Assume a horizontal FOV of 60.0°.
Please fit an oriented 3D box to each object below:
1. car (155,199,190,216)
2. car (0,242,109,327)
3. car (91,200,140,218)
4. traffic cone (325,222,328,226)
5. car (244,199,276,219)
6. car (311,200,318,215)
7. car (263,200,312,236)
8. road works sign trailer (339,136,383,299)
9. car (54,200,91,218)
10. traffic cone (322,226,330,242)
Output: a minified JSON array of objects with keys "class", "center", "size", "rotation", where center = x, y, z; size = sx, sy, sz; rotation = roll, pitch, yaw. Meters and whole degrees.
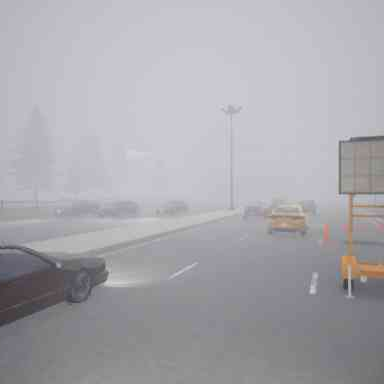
[{"class":"car","center":[-1.781,1.475,31.865],"size":[2.128,1.511,4.902],"rotation":[0,0,22]},{"class":"car","center":[-3.662,1.544,5.470],"size":[2.033,1.411,5.357],"rotation":[0,0,22]},{"class":"car","center":[-6.442,1.489,29.688],"size":[1.837,1.490,4.892],"rotation":[0,0,22]},{"class":"traffic cone","center":[6.802,1.947,16.826],"size":[0.340,0.580,0.340],"rotation":[0,0,22]},{"class":"car","center":[5.664,1.512,28.370],"size":[1.812,1.442,4.674],"rotation":[0,0,22]},{"class":"car","center":[11.914,1.531,34.513],"size":[2.033,1.411,5.357],"rotation":[0,0,22]},{"class":"car","center":[5.510,1.468,18.726],"size":[1.882,1.535,5.008],"rotation":[0,0,22]},{"class":"road works sign trailer","center":[4.787,0.461,7.929],"size":[2.380,3.560,2.880],"rotation":[0,0,22]},{"class":"car","center":[-10.147,1.475,29.865],"size":[2.128,1.511,4.902],"rotation":[0,0,22]},{"class":"traffic cone","center":[6.048,1.948,14.974],"size":[0.340,0.580,0.340],"rotation":[0,0,22]}]
